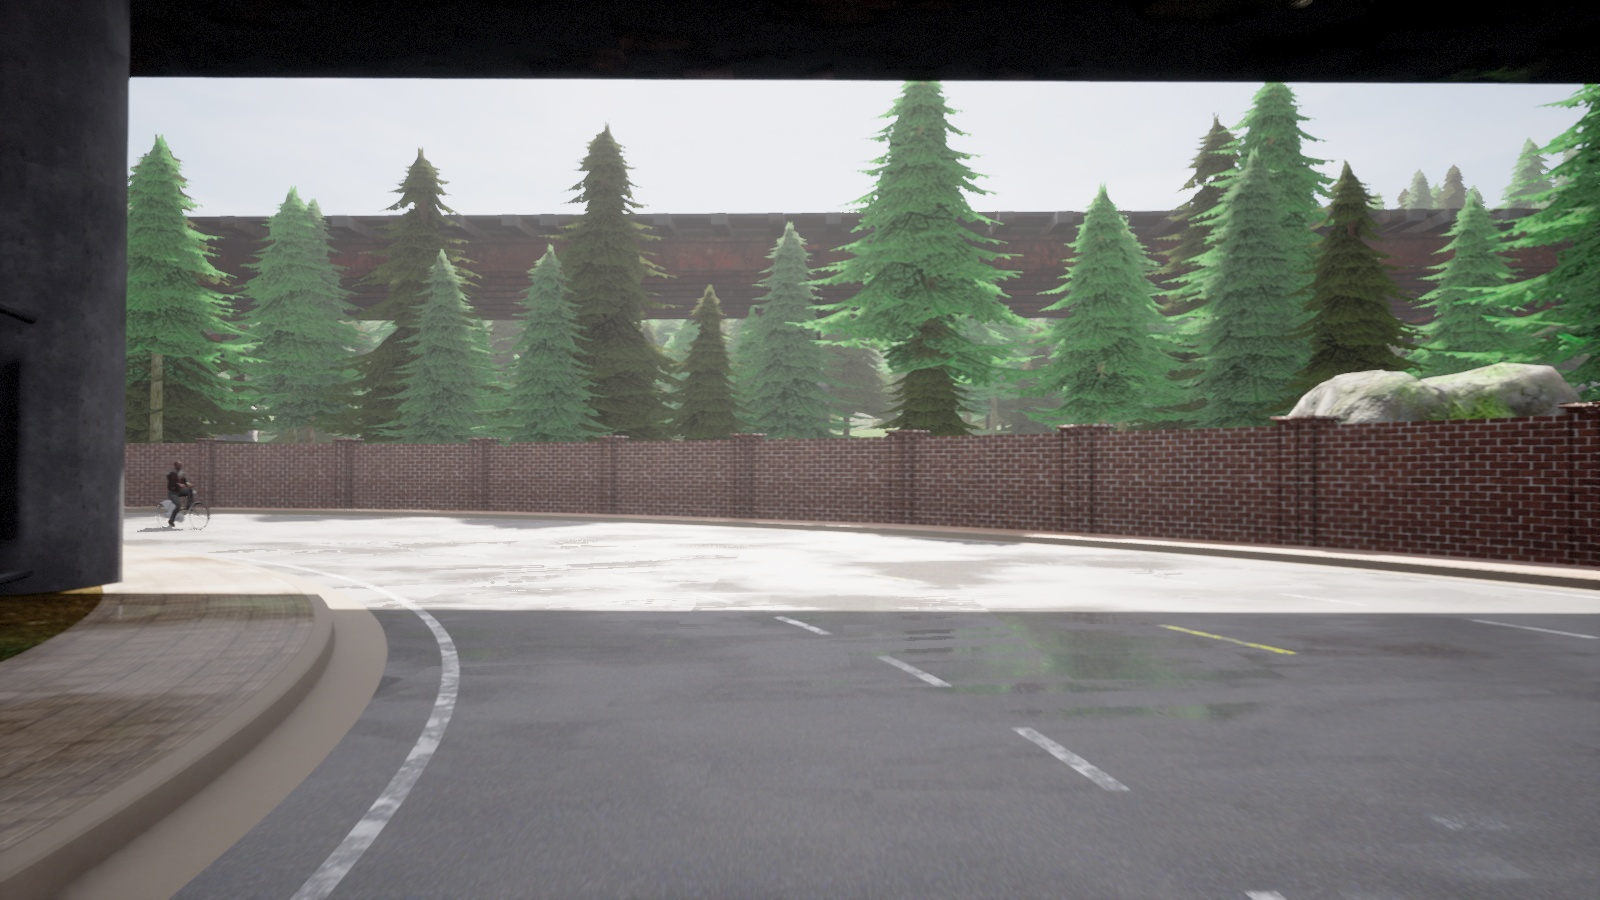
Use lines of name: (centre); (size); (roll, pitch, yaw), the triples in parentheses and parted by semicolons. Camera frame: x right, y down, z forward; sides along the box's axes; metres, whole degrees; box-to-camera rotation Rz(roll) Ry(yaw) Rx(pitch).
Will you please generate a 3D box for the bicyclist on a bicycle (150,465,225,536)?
bicyclist on a bicycle: (-15.700, 1.290, 32.168); (1.843, 1.776, 0.659); (-1, -1, 23)
